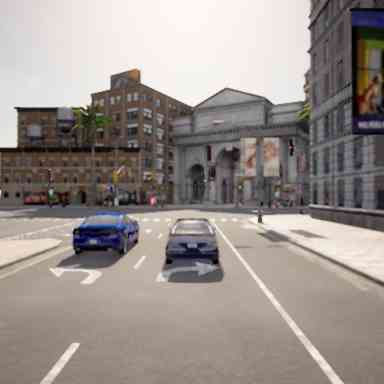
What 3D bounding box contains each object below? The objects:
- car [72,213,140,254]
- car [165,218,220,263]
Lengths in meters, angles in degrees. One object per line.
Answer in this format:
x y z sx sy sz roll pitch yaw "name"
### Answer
-3.483 1.627 14.248 1.882 1.535 5.008 0 0 0 "car"
0.005 1.679 12.525 2.033 1.411 5.357 0 -1 0 "car"
